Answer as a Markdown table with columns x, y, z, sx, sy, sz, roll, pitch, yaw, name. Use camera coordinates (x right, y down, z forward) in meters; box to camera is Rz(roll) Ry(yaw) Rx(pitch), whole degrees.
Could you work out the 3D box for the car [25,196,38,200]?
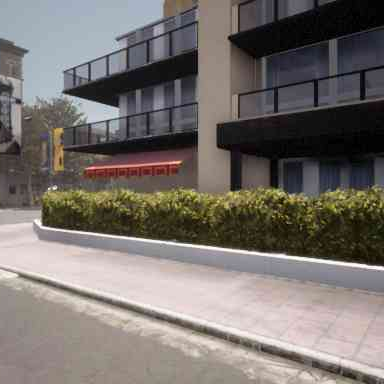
| x | y | z | sx | sy | sz | roll | pitch | yaw | name |
| --- | --- | --- | --- | --- | --- | --- | --- | --- | --- |
| -34.539 | 1.481 | 68.283 | 4.892 | 1.521 | 2.231 | 0 | 0 | 37 | car |
